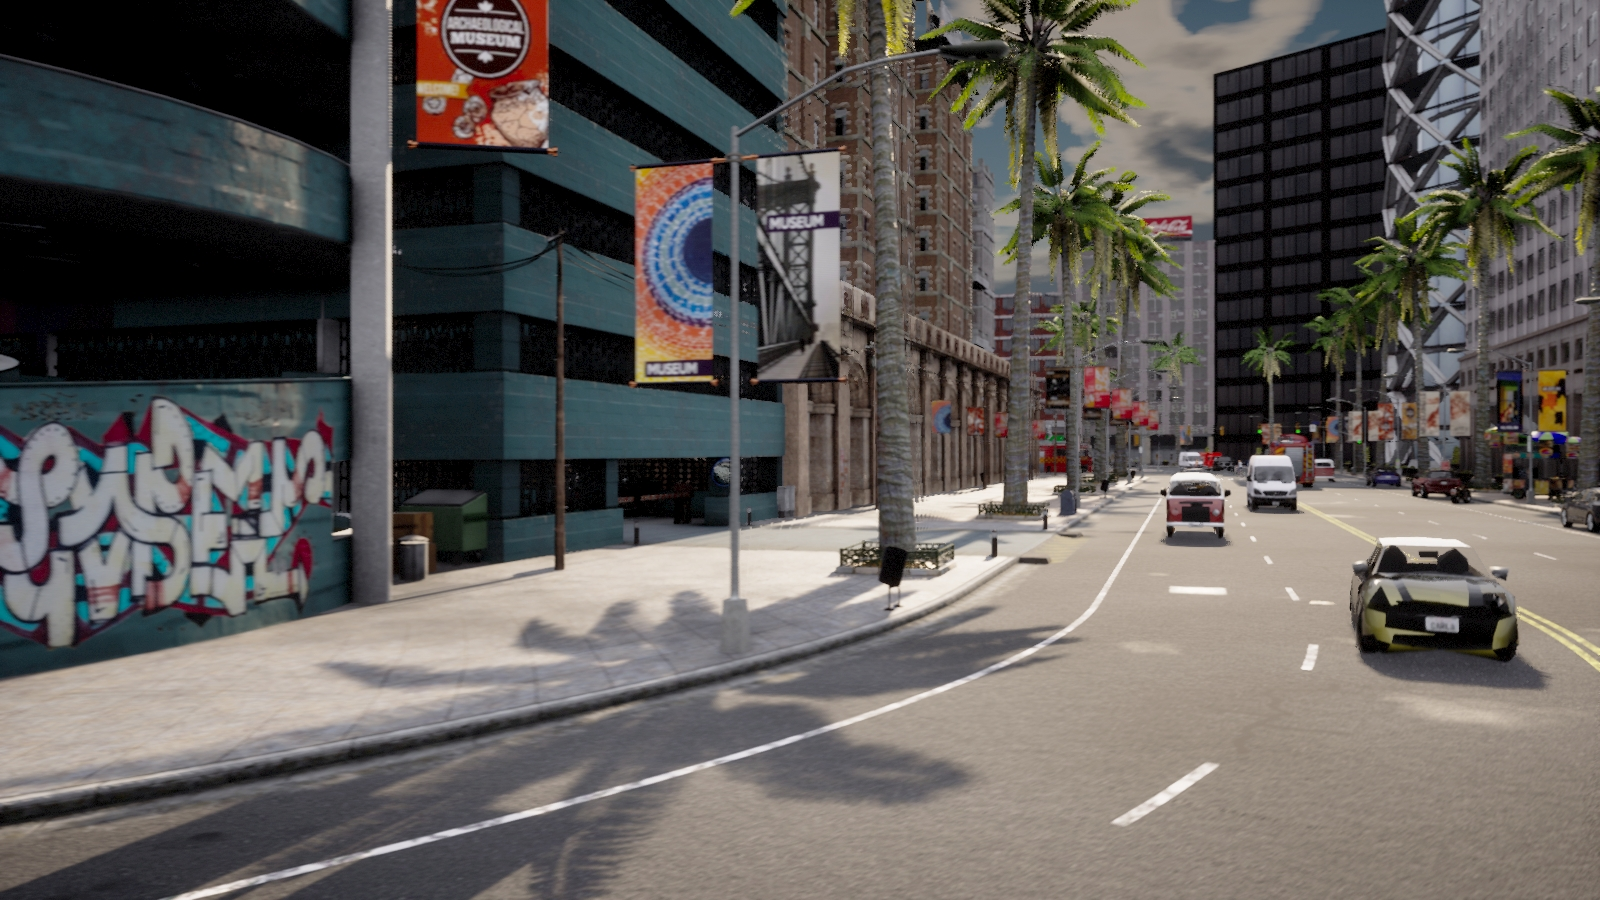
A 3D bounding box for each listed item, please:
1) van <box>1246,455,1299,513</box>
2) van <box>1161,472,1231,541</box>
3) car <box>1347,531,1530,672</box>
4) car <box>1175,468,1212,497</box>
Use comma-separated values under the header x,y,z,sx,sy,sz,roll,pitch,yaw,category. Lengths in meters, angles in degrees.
x,y,z,sx,sy,sz,roll,pitch,yaw,category
22.523,1.545,54.610,1.988,2.561,5.915,0,0,19,van
12.987,1.791,37.577,2.069,2.038,4.480,0,0,18,van
9.106,2.067,16.592,1.970,1.475,3.806,0,0,24,car
24.744,2.007,71.839,2.152,1.651,5.027,0,0,19,car
